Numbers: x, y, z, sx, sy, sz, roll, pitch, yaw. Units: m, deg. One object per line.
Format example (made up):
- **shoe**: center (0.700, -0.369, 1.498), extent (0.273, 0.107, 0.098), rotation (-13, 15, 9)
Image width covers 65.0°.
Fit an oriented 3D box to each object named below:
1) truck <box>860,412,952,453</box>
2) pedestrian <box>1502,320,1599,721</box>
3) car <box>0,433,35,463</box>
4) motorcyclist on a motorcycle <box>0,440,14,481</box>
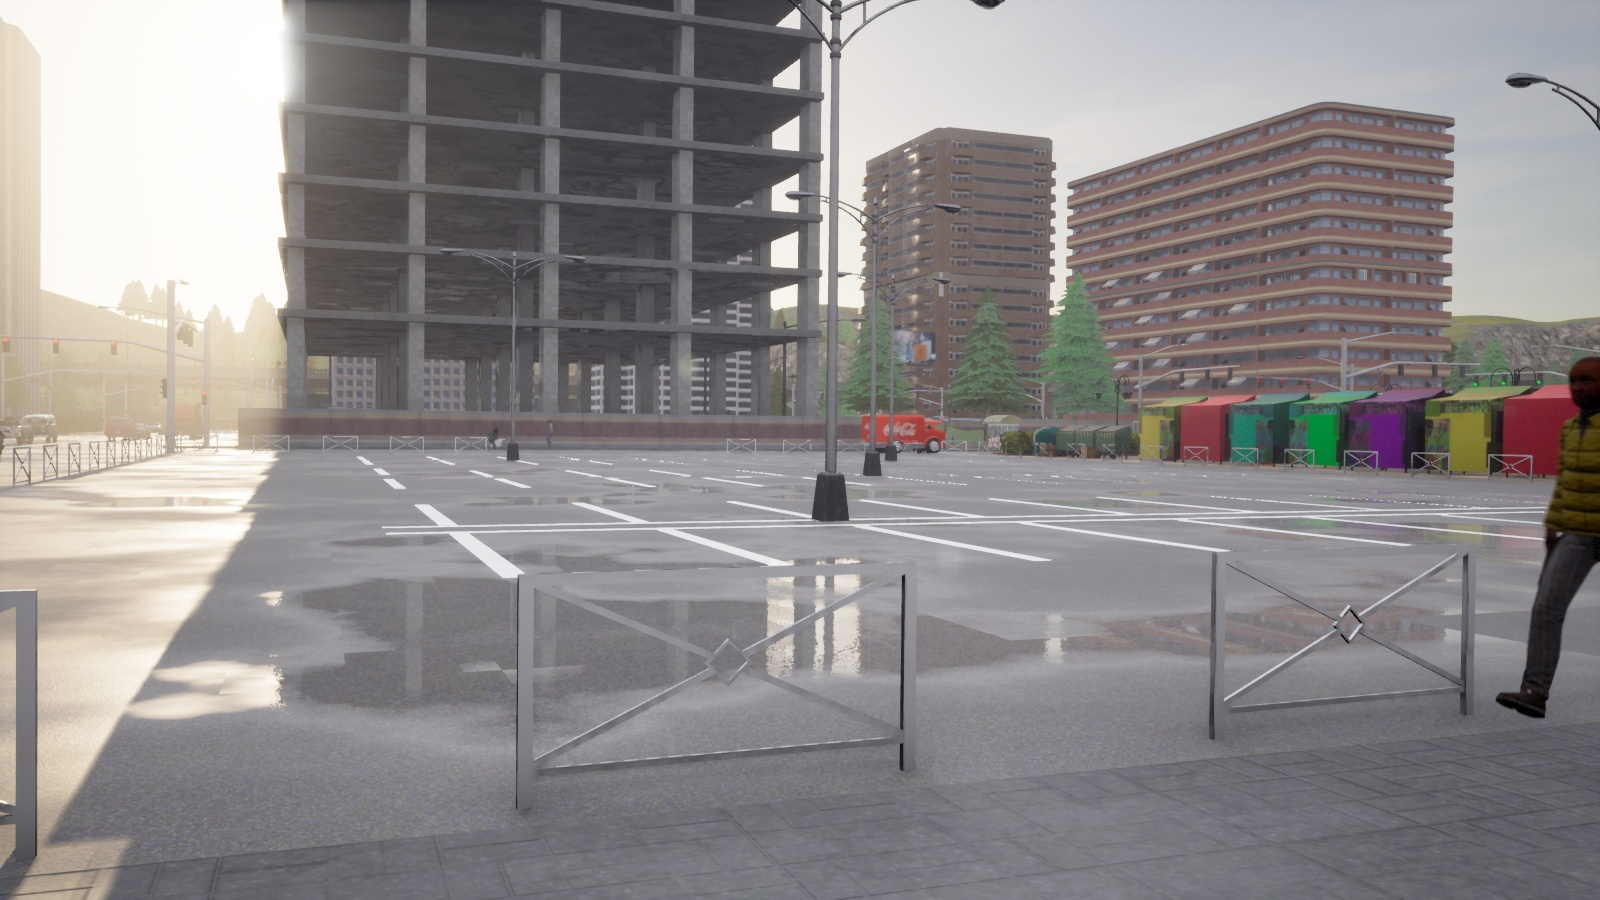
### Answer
- **truck**: center (6.701, -1.110, 79.472), extent (5.204, 2.467, 2.627), rotation (-1, 1, -21)
- **pedestrian**: center (3.808, 0.317, 6.036), extent (0.726, 1.835, 0.370), rotation (-1, 1, -20)
- **car**: center (-51.124, -0.155, 81.270), extent (1.932, 1.855, 4.605), rotation (-1, 1, -21)
- **motorcyclist on a motorcycle**: center (-30.371, 0.392, 47.284), extent (0.866, 1.530, 2.191), rotation (-1, 1, -21)
